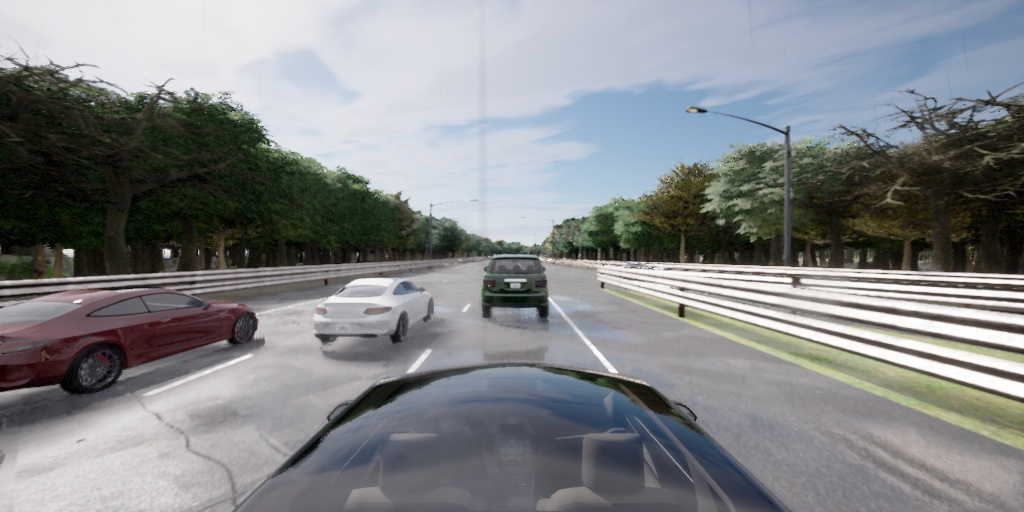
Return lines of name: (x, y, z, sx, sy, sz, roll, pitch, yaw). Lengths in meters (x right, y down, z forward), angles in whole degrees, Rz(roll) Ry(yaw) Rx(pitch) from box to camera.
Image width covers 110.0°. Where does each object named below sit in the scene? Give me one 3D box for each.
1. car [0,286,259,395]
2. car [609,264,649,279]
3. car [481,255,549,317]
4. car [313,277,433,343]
car: (-6.901, 1.275, 6.511, 1.812, 1.442, 4.674, 0, 0, 0)
car: (10.186, 1.358, 30.392, 2.033, 1.411, 5.357, 0, 0, -12)
car: (0.105, 0.969, 13.289, 2.150, 2.045, 5.566, 0, 0, 0)
car: (-3.406, 1.274, 9.535, 1.812, 1.442, 4.674, 0, 0, 0)
